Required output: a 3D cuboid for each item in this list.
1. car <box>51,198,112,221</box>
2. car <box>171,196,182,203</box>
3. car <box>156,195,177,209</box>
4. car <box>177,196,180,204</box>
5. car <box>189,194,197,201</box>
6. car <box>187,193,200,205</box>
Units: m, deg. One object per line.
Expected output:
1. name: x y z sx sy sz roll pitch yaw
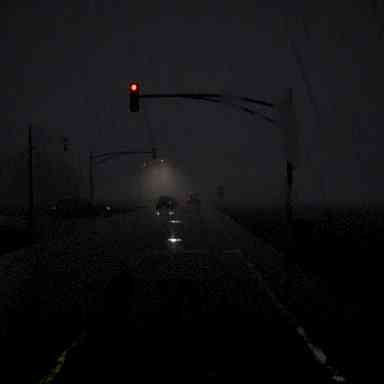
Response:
1. car: -8.697 1.268 26.401 4.553 1.767 2.097 0 0 -20
2. car: -3.286 1.476 70.859 1.994 1.385 4.181 0 0 0
3. car: -3.459 1.320 43.517 2.097 1.767 4.553 0 0 0
4. car: -3.431 1.308 52.298 2.097 1.767 4.553 0 0 0
5. car: 0.261 1.414 86.100 2.128 1.511 4.902 0 0 0
6. car: 0.268 1.172 56.941 2.150 2.045 5.566 0 0 0
